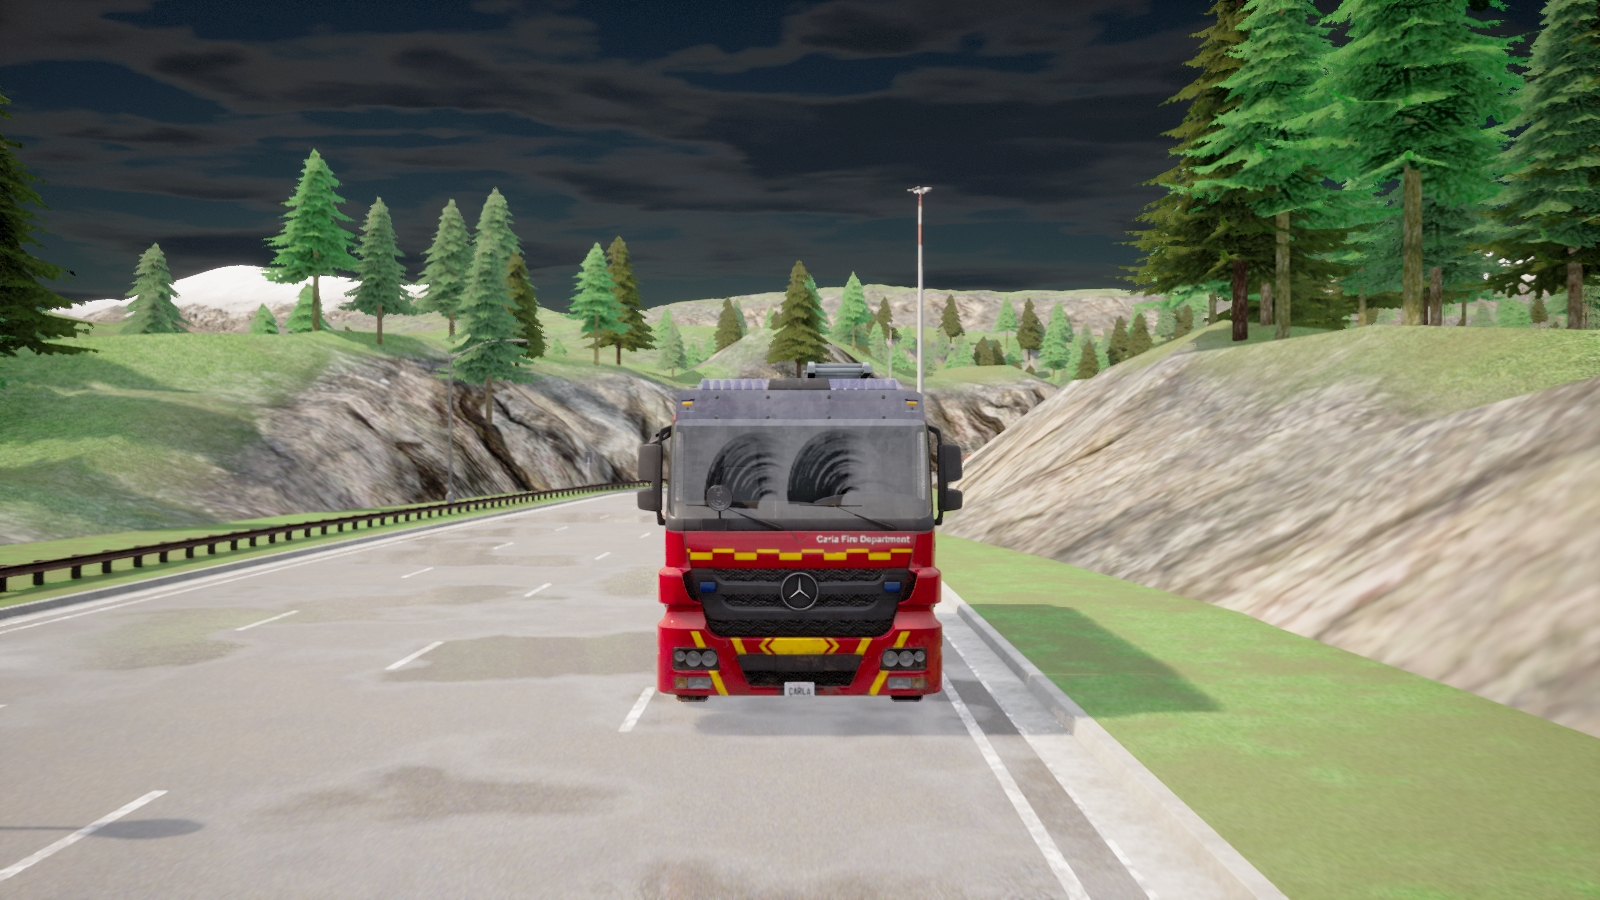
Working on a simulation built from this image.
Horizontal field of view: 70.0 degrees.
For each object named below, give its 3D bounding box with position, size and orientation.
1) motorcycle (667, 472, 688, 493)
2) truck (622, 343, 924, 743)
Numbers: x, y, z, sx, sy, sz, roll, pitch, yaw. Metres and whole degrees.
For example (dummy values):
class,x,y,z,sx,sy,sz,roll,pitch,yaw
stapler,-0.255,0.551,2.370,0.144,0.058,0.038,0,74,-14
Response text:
class,x,y,z,sx,sy,sz,roll,pitch,yaw
motorcycle,-8.148,2.155,76.080,0.764,1.307,2.356,1,0,8
truck,-0.249,0.890,15.167,2.891,3.827,8.468,0,0,0
